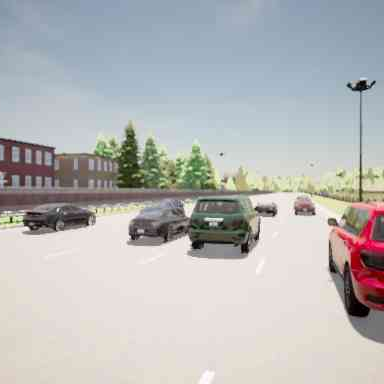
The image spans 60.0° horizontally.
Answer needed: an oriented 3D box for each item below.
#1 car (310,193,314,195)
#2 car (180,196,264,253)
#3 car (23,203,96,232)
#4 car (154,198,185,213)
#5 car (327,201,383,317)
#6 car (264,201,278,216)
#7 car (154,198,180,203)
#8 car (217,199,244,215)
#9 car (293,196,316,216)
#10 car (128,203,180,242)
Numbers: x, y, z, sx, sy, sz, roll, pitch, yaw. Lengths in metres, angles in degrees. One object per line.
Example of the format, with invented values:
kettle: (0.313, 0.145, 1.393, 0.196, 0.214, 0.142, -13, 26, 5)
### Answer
car: (13.945, 1.244, 41.978, 2.097, 1.767, 4.553, 0, 0, 18)
car: (1.543, 1.179, 13.871, 2.150, 2.045, 5.566, 0, 0, 17)
car: (-7.639, 1.422, 19.690, 1.837, 1.490, 4.892, 0, 0, 17)
car: (-2.390, 1.400, 36.467, 1.812, 1.442, 4.674, 0, 0, 17)
car: (4.303, 1.209, 7.200, 2.150, 2.045, 5.566, 0, 0, 17)
car: (7.085, 1.511, 31.587, 1.895, 1.301, 4.718, 0, 0, 17)
car: (-2.214, 1.459, 25.306, 2.033, 1.411, 5.357, 0, 0, 17)
car: (3.868, 1.425, 33.027, 1.812, 1.442, 4.674, 0, 0, 17)
car: (10.905, 1.443, 32.178, 1.812, 1.442, 4.674, 0, 0, 18)
car: (-1.438, 1.469, 16.065, 1.812, 1.442, 4.674, 0, 0, 17)
